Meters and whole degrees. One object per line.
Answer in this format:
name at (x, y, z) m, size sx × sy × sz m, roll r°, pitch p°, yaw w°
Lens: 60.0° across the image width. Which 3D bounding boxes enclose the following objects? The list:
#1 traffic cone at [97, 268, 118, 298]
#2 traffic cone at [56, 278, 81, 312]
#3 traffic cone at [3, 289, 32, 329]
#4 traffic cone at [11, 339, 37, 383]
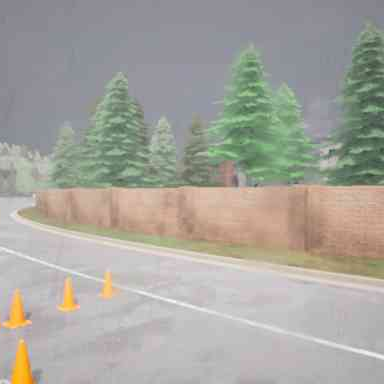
traffic cone at (-1.865, 1.992, 7.374) m, size 0.340 × 0.580 × 0.340 m, roll 0°, pitch 0°, yaw 35°
traffic cone at (-2.433, 1.985, 6.551) m, size 0.340 × 0.580 × 0.340 m, roll 0°, pitch 0°, yaw 35°
traffic cone at (-3.002, 1.978, 5.729) m, size 0.340 × 0.580 × 0.340 m, roll 0°, pitch 0°, yaw 35°
traffic cone at (-1.926, 1.972, 3.769) m, size 0.340 × 0.580 × 0.340 m, roll 0°, pitch 0°, yaw 35°
